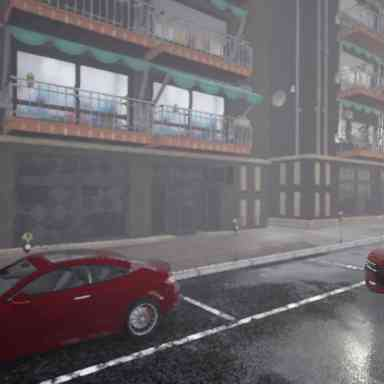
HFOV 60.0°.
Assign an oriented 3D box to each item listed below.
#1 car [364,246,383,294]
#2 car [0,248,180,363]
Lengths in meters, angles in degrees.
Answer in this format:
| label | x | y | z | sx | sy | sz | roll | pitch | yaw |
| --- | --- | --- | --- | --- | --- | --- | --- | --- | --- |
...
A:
| label | x | y | z | sx | sy | sz | roll | pitch | yaw |
| --- | --- | --- | --- | --- | --- | --- | --- | --- | --- |
| car | 5.876 | 1.432 | 7.566 | 5.008 | 1.535 | 1.882 | 0 | 0 | -35 |
| car | -2.141 | 1.577 | 5.020 | 4.206 | 1.307 | 1.802 | 0 | 1 | -35 |
